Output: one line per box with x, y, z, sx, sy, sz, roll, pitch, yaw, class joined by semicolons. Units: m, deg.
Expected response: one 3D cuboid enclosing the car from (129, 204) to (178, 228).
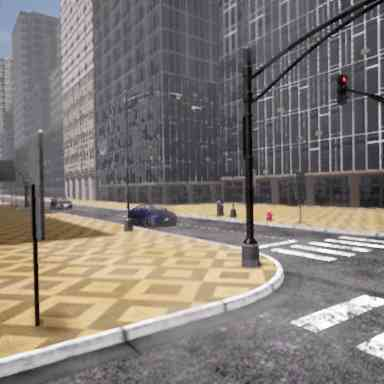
-2.692;1.485;21.881;1.994;1.385;4.181;-2;1;-35;car

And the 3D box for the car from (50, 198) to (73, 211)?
-16.167;1.442;40.998;2.128;1.511;4.902;-2;1;-35;car
